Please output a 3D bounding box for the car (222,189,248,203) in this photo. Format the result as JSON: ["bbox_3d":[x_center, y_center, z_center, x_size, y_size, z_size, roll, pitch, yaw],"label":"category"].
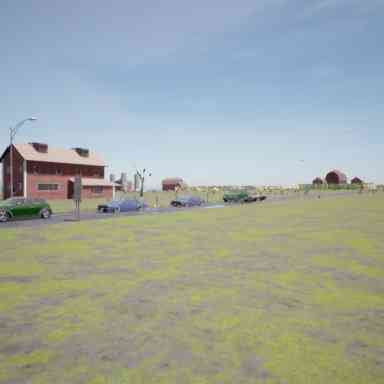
[{"bbox_3d":[6.789,0.510,50.982,2.150,2.045,5.566,1,1,37],"label":"car"}]

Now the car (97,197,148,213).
[{"bbox_3d":[-6.653,1.182,32.509,2.033,1.411,5.357,1,1,36],"label":"car"}]

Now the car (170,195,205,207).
[{"bbox_3d":[-0.405,1.023,41.149,2.033,1.411,5.357,1,1,35],"label":"car"}]

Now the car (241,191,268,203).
[{"bbox_3d":[9.697,0.900,50.099,1.895,1.301,4.718,1,1,36],"label":"car"}]

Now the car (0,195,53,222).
[{"bbox_3d":[-12.671,1.136,24.173,2.097,1.767,4.553,1,1,36],"label":"car"}]
